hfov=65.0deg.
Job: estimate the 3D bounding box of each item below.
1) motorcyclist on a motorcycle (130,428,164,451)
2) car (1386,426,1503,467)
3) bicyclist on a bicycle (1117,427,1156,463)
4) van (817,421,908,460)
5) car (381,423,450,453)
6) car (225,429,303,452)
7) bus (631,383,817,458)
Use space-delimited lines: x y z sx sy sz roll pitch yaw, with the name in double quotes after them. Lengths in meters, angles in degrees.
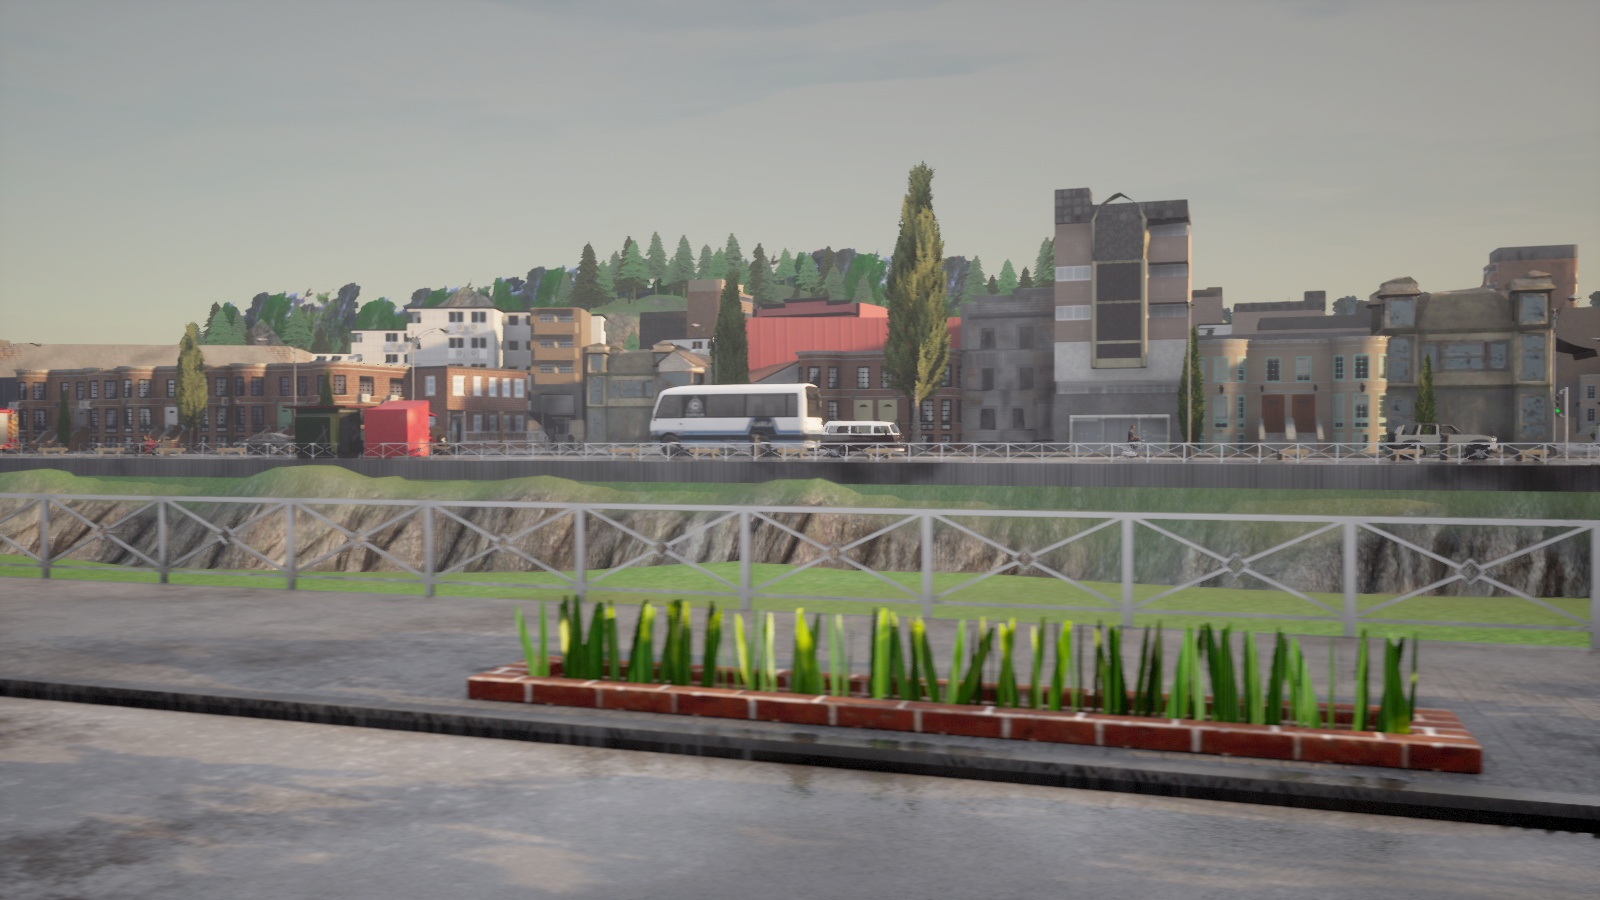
-43.384 -0.690 83.410 2.044 1.523 0.797 1 1 19 "motorcyclist on a motorcycle"
30.054 -0.184 58.724 4.605 1.855 1.932 1 1 19 "car"
16.927 -0.250 63.137 1.843 1.776 0.659 0 1 19 "bicyclist on a bicycle"
3.377 -0.521 67.689 4.480 2.038 2.069 1 1 19 "van"
-24.906 -0.775 81.415 3.866 1.878 1.905 1 1 19 "car"
-36.374 -0.671 85.273 4.892 1.490 1.837 1 1 19 "car"
-4.478 -1.760 74.532 10.273 4.253 3.944 1 1 19 "bus"
